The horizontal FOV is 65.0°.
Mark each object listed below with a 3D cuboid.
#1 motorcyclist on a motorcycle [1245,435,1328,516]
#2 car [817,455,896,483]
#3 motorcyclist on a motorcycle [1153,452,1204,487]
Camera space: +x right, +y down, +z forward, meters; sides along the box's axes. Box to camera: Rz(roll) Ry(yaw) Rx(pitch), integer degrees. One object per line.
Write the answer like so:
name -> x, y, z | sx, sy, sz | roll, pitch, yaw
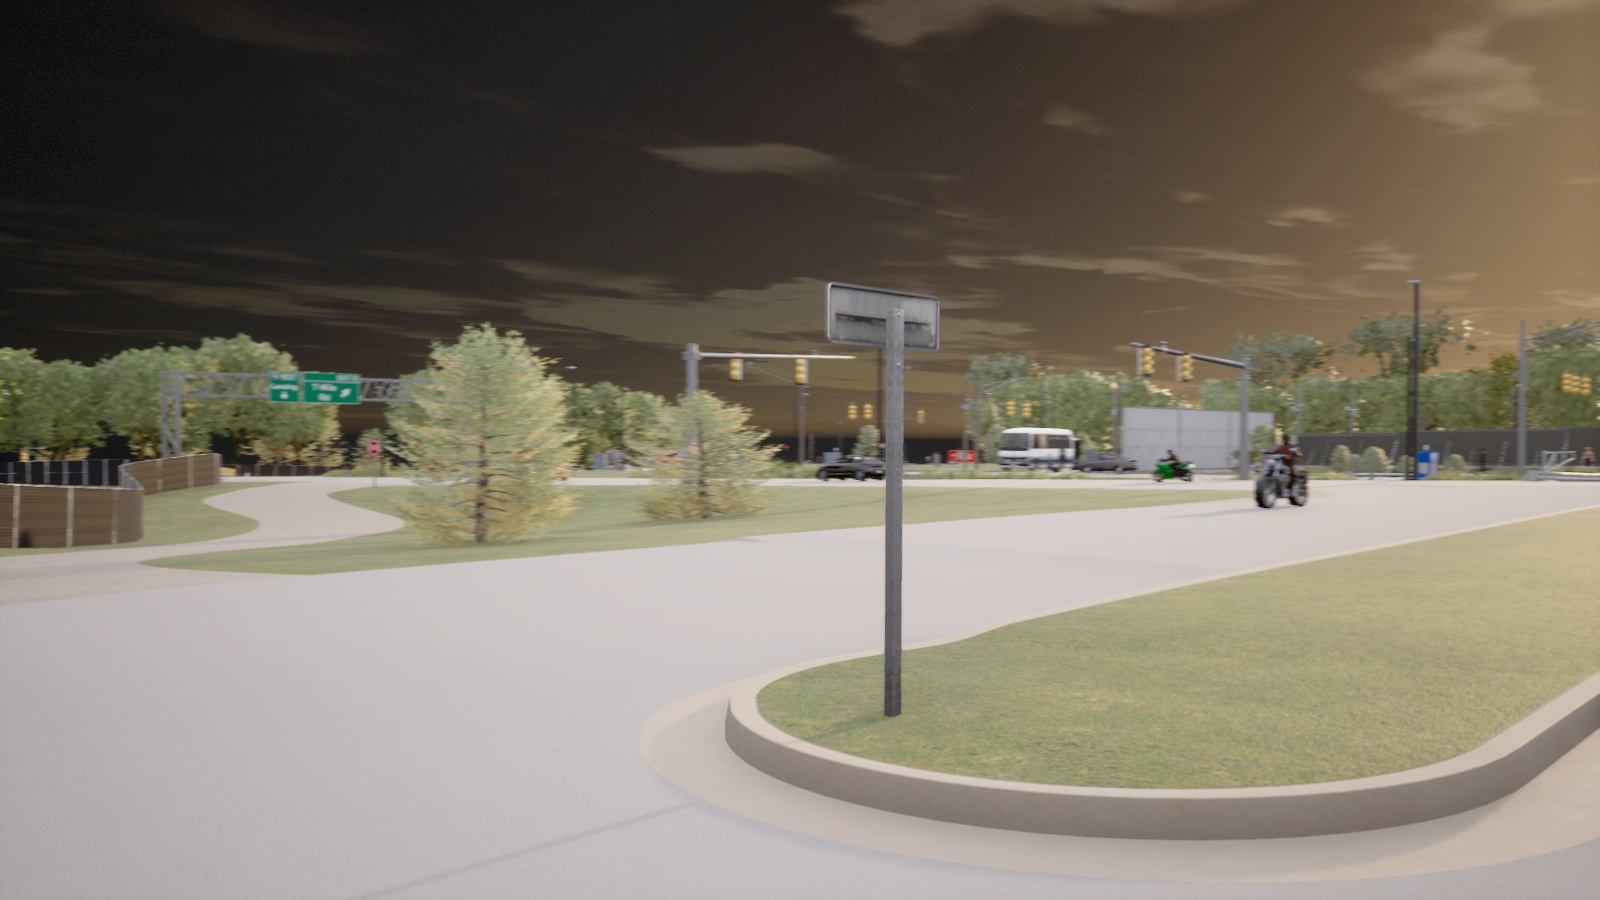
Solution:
motorcyclist on a motorcycle -> 10.414, 0.530, 26.850 | 0.766, 1.649, 2.350 | 0, 0, 45
car -> 3.108, 1.034, 69.477 | 4.193, 1.474, 1.816 | -1, 0, 44
motorcyclist on a motorcycle -> 16.913, 0.854, 56.146 | 2.044, 1.523, 0.797 | -1, 0, 44
